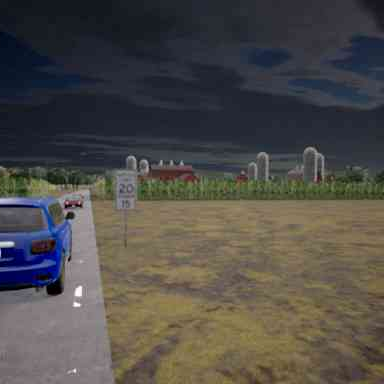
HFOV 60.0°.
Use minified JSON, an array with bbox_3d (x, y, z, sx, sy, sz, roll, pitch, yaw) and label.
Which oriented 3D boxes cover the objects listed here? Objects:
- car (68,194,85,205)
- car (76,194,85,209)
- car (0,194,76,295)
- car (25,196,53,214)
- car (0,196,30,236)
[{"bbox_3d":[-16.119,0.986,46.658,2.033,1.411,5.357,0,1,-17],"label":"car"},{"bbox_3d":[-13.095,1.161,37.054,1.895,1.301,4.718,0,1,-17],"label":"car"},{"bbox_3d":[-4.228,1.127,8.279,2.150,2.045,5.566,0,1,-17],"label":"car"},{"bbox_3d":[-14.407,1.133,31.569,1.812,1.442,4.674,0,1,-17],"label":"car"},{"bbox_3d":[-10.058,1.132,17.472,2.097,1.767,4.553,0,0,-17],"label":"car"}]
